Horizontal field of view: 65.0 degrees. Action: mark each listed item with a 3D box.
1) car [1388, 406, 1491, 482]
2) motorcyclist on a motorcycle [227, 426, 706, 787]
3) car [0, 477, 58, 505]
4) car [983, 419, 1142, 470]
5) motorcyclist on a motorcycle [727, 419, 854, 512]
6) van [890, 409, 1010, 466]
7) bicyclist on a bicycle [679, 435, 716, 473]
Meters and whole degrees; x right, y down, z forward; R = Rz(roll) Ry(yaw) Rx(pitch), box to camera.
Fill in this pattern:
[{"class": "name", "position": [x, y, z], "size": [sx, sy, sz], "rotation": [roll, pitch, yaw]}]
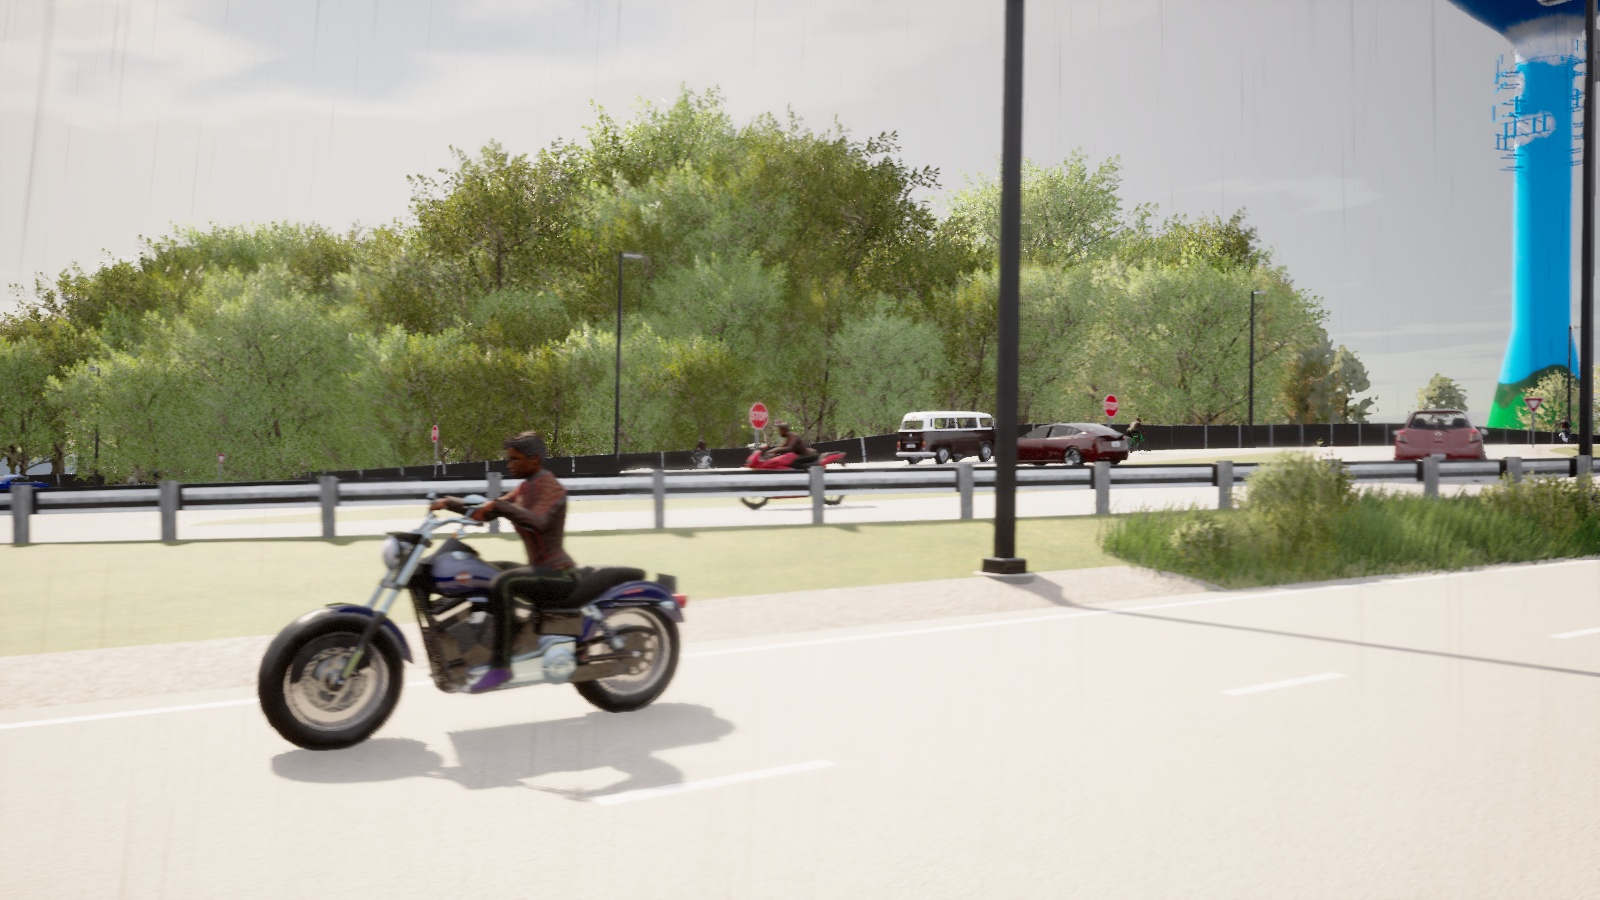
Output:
[{"class": "car", "position": [13.739, -0.151, 27.006], "size": [1.845, 1.501, 3.633], "rotation": [-1, 1, 27]}, {"class": "motorcyclist on a motorcycle", "position": [-1.718, 0.711, 6.727], "size": [2.350, 1.649, 0.766], "rotation": [0, 0, -35]}, {"class": "car", "position": [-47.324, 2.440, 75.582], "size": [1.882, 1.535, 5.008], "rotation": [0, 0, 7]}, {"class": "car", "position": [8.417, -0.169, 40.681], "size": [2.163, 1.488, 4.792], "rotation": [-3, 1, -36]}, {"class": "motorcyclist on a motorcycle", "position": [-0.173, 0.271, 22.005], "size": [2.044, 1.523, 0.797], "rotation": [-2, -1, -15]}, {"class": "van", "position": [5.887, -0.518, 48.947], "size": [4.480, 2.038, 2.069], "rotation": [-3, 1, -40]}, {"class": "bicyclist on a bicycle", "position": [-4.922, 0.208, 60.221], "size": [1.843, 1.776, 0.659], "rotation": [-3, -3, 42]}]
